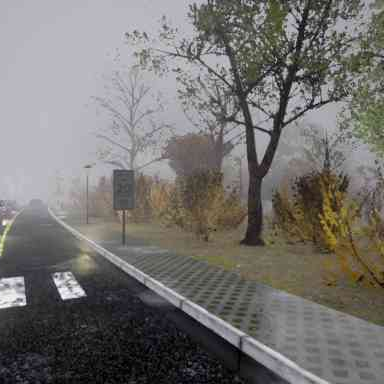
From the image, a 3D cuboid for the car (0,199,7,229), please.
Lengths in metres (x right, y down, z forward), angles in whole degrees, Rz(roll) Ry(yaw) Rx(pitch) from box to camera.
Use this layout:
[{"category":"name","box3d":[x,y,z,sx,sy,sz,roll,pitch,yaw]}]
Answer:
[{"category":"car","box3d":[-13.194,1.264,20.955,2.150,2.045,5.566,0,0,-27]}]

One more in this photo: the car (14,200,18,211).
[{"category":"car","box3d":[-23.816,1.742,43.446,2.033,1.411,5.357,0,0,-24]}]

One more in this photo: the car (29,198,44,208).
[{"category":"car","box3d":[-25.163,1.736,53.811,1.882,1.535,5.008,0,0,-23]}]

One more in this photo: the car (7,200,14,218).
[{"category":"car","box3d":[-17.689,1.450,30.094,2.097,1.767,4.553,0,0,-25]}]
